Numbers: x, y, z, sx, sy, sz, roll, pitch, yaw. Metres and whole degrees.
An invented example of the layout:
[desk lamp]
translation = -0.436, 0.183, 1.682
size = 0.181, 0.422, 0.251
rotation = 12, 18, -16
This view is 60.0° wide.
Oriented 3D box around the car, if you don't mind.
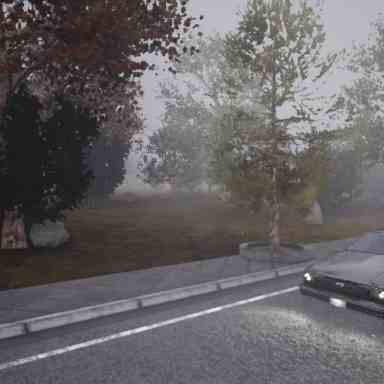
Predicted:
[car]
translation = 4.699, 1.528, 7.315
size = 5.357, 1.411, 2.033
rotation = 0, 0, -35
